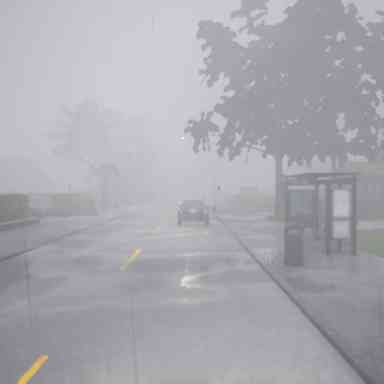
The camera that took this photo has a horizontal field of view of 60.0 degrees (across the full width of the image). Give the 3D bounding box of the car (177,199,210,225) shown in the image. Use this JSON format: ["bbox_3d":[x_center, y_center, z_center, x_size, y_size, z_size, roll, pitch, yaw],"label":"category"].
[{"bbox_3d":[0.084,1.262,23.088,2.097,1.767,4.553,0,0,0],"label":"car"}]

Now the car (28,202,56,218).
[{"bbox_3d":[-12.901,1.262,24.294,5.357,1.415,2.033,0,0,3],"label":"car"}]
